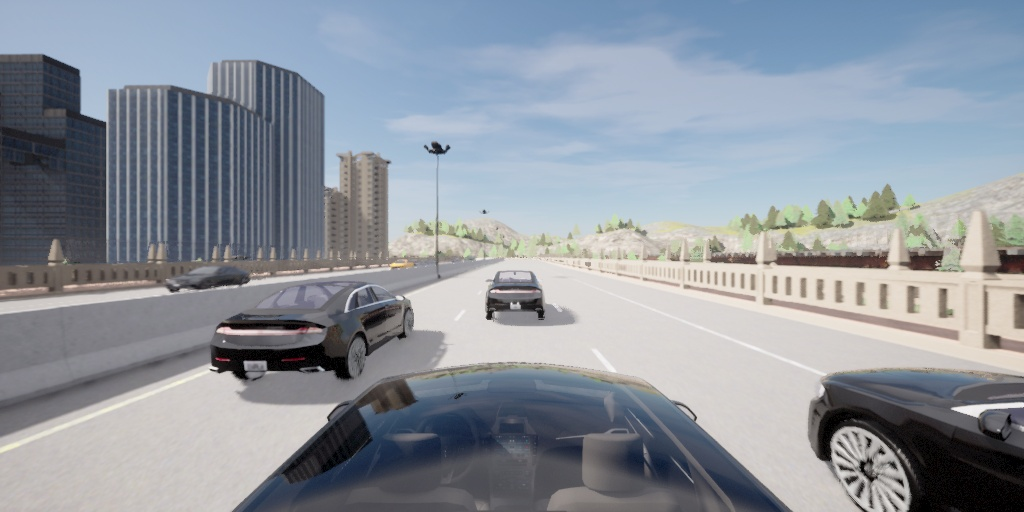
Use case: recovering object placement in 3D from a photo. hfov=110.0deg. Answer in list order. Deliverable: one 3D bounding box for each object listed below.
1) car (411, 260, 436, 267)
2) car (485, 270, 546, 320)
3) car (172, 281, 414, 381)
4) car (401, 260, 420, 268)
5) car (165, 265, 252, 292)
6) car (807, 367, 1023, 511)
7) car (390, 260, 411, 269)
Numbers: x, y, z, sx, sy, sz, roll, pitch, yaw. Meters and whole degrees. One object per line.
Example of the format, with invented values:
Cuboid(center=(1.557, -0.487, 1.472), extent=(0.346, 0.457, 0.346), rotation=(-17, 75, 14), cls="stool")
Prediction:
Cuboid(center=(-10.582, 1.248, 44.263), extent=(1.837, 1.490, 4.892), rotation=(0, 0, 0), cls="car")
Cuboid(center=(0.102, 1.240, 12.684), extent=(2.128, 1.511, 4.902), rotation=(0, 0, 0), cls="car")
Cuboid(center=(-3.399, 1.241, 7.179), extent=(2.128, 1.511, 4.902), rotation=(0, 0, 0), cls="car")
Cuboid(center=(-17.477, 1.343, 61.723), extent=(1.895, 1.301, 4.718), rotation=(0, 0, 1), cls="car")
Cuboid(center=(-17.590, 1.274, 21.114), extent=(1.812, 1.442, 4.674), rotation=(0, 0, 0), cls="car")
Cuboid(center=(3.600, 1.241, 1.254), extent=(2.128, 1.511, 4.902), rotation=(0, 0, 0), cls="car")
Cuboid(center=(-14.075, 1.222, 46.031), extent=(1.882, 1.535, 5.008), rotation=(0, 0, 0), cls="car")
